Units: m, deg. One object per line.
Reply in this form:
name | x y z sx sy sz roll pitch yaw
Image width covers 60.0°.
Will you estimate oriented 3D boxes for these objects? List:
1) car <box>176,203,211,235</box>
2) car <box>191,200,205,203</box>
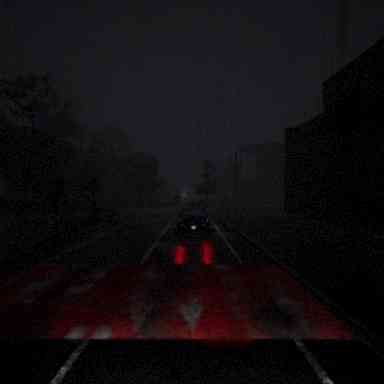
car | 0.080 1.604 19.165 1.812 1.442 4.674 0 0 0
car | 0.645 1.620 35.371 2.128 1.511 4.902 0 0 5
